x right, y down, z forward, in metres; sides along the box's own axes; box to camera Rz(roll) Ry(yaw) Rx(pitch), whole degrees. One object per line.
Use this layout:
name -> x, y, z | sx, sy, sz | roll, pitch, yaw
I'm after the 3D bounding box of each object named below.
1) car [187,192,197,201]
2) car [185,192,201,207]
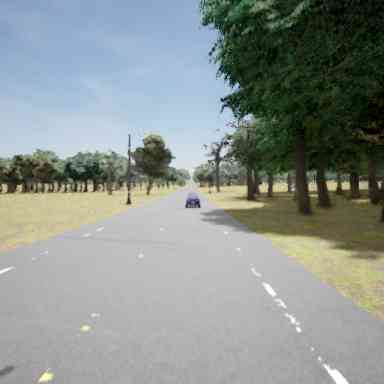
car -> 0.087, 0.801, 63.478 | 1.882, 1.535, 5.008 | 0, 1, 1
car -> 0.130, 1.119, 43.574 | 1.882, 1.535, 5.008 | 0, 0, 0
